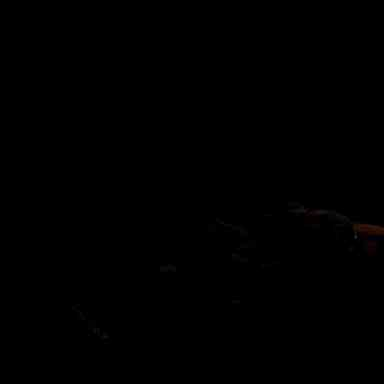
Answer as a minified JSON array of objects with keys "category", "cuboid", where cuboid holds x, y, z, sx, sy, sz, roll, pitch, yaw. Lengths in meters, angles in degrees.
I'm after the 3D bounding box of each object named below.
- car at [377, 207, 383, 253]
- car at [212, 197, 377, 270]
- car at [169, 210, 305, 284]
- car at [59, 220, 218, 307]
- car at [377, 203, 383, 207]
[{"category":"car","cuboid":[5.029,1.421,13.038,2.097,1.535,5.008,-1,0,-35]},{"category":"car","cuboid":[2.773,1.200,11.387,2.435,2.045,5.566,-1,0,-35]},{"category":"car","cuboid":[0.483,1.474,9.797,2.231,1.521,4.892,0,0,-35]},{"category":"car","cuboid":[-1.793,1.514,8.202,2.163,1.488,4.792,0,0,-35]},{"category":"car","cuboid":[7.312,1.255,14.620,2.185,1.767,4.553,-1,1,-35]}]
